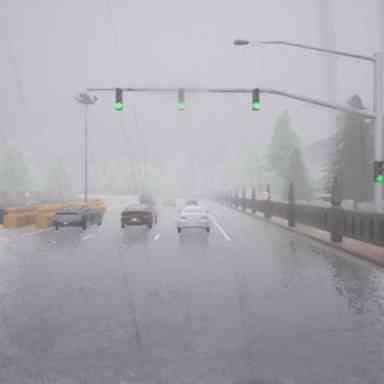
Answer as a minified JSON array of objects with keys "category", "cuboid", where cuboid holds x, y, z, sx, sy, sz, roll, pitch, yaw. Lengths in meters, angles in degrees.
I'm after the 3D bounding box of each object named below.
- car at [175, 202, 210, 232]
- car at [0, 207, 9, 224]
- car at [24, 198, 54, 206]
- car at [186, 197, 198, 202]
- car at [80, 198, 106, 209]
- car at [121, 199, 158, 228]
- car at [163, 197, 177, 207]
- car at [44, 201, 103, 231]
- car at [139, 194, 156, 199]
[{"category":"car","cuboid":[0.085,1.547,20.163,1.812,1.442,4.674,0,0,0]},{"category":"car","cuboid":[-14.092,1.571,22.266,2.033,1.411,5.357,0,0,0]},{"category":"car","cuboid":[-14.082,1.598,32.251,1.994,1.385,4.181,0,0,0]},{"category":"car","cuboid":[-0.005,1.583,52.812,1.812,1.442,4.674,0,0,0]},{"category":"car","cuboid":[-14.050,1.598,47.350,2.033,1.411,5.357,0,0,1]},{"category":"car","cuboid":[-3.402,1.501,22.169,1.882,1.535,5.008,0,0,0]},{"category":"car","cuboid":[-3.505,1.534,52.413,1.882,1.535,5.008,0,0,0]},{"category":"car","cuboid":[-6.902,1.513,20.573,2.128,1.511,4.902,0,0,0]},{"category":"car","cuboid":[-7.005,1.278,52.425,2.150,2.045,5.566,0,0,0]}]
